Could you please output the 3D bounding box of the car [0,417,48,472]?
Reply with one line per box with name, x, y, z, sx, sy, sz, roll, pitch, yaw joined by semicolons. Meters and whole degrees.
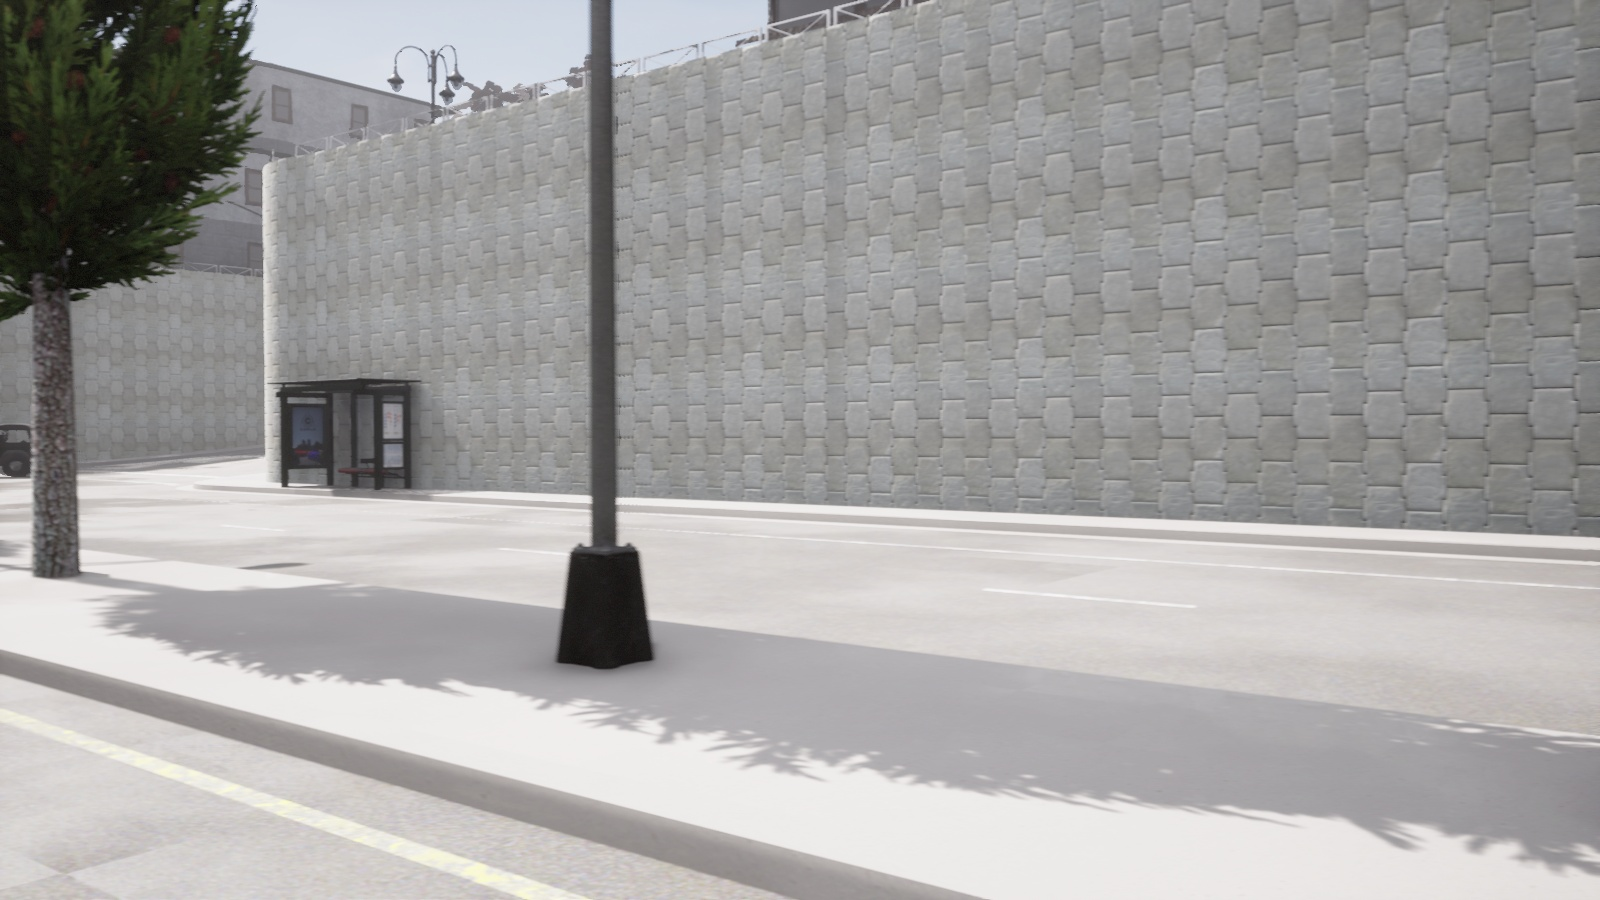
car;-28.372;-0.201;43.479;3.866;1.878;1.905;0;1;-26
